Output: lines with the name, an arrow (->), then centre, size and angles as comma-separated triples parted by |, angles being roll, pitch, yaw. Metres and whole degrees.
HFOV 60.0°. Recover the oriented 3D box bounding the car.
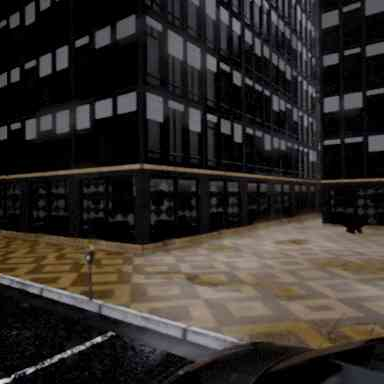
car -> 1.529, 1.563, 1.749 | 4.313, 1.339, 1.947 | -1, -1, 36
